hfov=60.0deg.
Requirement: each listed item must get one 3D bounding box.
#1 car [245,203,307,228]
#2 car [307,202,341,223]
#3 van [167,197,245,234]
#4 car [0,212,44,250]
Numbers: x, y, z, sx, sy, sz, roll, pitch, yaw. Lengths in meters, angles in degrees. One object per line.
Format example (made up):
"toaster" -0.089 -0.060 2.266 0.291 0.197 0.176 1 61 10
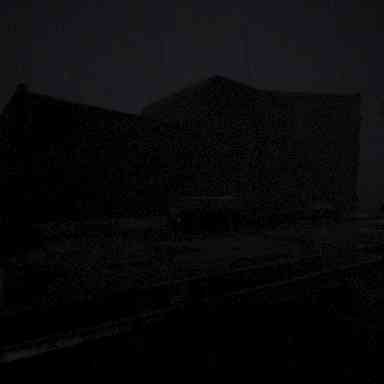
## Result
"car" 5.198 1.516 22.401 4.792 1.488 2.163 0 0 -36
"car" 9.654 1.536 25.618 4.674 1.452 2.002 0 -2 -36
"van" 0.638 1.252 19.130 4.442 1.987 1.878 0 0 -36
"car" -8.245 1.500 12.760 4.674 1.452 2.002 0 0 -36
